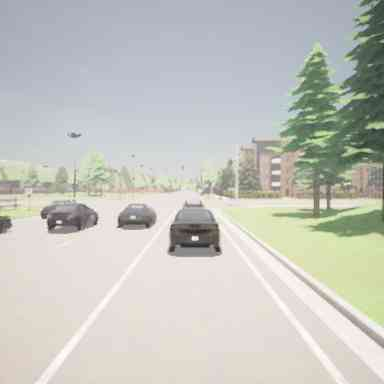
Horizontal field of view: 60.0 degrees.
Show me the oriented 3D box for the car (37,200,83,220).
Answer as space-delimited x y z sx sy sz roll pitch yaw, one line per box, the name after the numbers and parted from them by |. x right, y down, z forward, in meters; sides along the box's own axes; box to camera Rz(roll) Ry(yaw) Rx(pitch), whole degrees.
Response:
-10.396 1.373 26.600 1.994 1.385 4.181 0 0 0 | car

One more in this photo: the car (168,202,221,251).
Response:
0.102 1.380 13.607 1.882 1.535 5.008 0 0 0 | car

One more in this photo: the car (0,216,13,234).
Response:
-10.398 1.437 15.177 2.033 1.411 5.357 0 0 0 | car

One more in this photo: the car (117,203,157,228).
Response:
-3.397 1.412 21.127 1.994 1.385 4.181 0 0 0 | car

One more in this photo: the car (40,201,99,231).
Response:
-6.898 1.385 19.564 1.812 1.442 4.674 0 0 0 | car

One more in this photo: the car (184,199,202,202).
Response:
0.104 1.304 26.155 2.128 1.511 4.902 0 0 0 | car
